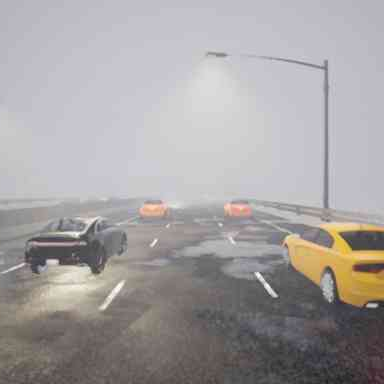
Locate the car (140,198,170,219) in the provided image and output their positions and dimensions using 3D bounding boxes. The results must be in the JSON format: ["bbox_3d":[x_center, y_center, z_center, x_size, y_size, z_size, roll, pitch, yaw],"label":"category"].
[{"bbox_3d":[-3.111,1.331,28.490,2.097,1.767,4.553,0,0,1],"label":"car"}]

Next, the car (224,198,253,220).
[{"bbox_3d":[3.889,1.336,28.470,2.097,1.767,4.553,0,0,1],"label":"car"}]

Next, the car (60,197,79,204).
[{"bbox_3d":[-20.055,1.536,55.596,2.033,1.411,5.357,0,0,3],"label":"car"}]

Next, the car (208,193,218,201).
[{"bbox_3d":[5.929,1.429,88.571,2.097,1.767,4.553,0,0,3],"label":"car"}]

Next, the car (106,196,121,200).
[{"bbox_3d":[-13.059,1.496,55.617,1.837,1.490,4.892,0,0,2],"label":"car"}]

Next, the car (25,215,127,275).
[{"bbox_3d":[-3.346,1.479,10.447,2.128,1.511,4.902,0,0,0],"label":"car"}]

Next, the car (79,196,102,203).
[{"bbox_3d":[-16.555,1.482,55.725,2.128,1.511,4.902,0,0,2],"label":"car"}]

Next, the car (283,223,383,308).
[{"bbox_3d":[3.634,1.473,7.980,1.882,1.535,5.008,0,0,0],"label":"car"}]
